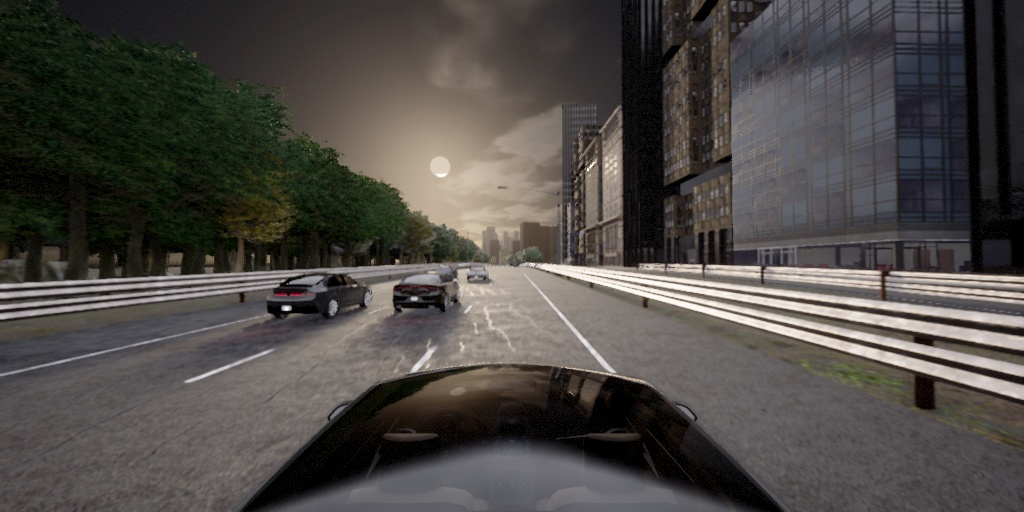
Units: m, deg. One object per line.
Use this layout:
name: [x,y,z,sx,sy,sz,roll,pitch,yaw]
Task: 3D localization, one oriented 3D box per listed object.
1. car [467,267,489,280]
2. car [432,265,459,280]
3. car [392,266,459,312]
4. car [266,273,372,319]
car: [-3.402,1.730,36.357,1.895,1.301,4.718,0,-1,0]
car: [-6.902,1.708,37.646,1.994,1.385,4.181,0,-1,0]
car: [-3.399,1.366,14.950,1.882,1.535,5.008,0,-1,0]
car: [-6.898,1.377,13.394,1.837,1.490,4.892,0,-1,0]
